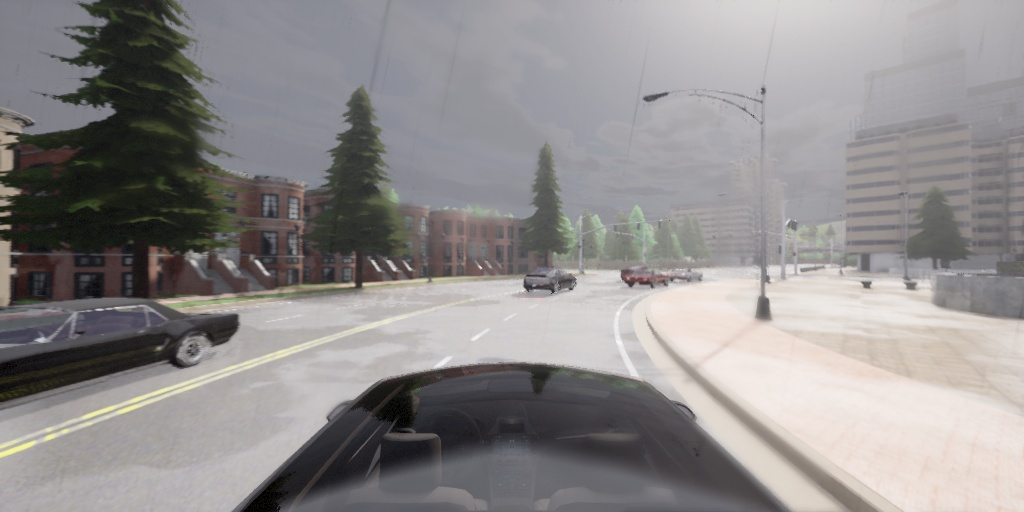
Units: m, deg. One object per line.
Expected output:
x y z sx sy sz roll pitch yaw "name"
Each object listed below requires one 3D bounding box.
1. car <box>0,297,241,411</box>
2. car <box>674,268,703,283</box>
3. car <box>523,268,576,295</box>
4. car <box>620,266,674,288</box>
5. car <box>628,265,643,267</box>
-6.768 1.347 5.221 1.895 1.301 4.718 0 -1 7 "car"
16.220 1.755 33.536 1.895 1.301 4.718 0 -1 45 "car"
2.397 1.451 21.759 2.128 1.511 4.902 0 -1 29 "car"
10.137 1.653 26.676 1.895 1.301 4.718 0 -1 40 "car"
12.085 1.613 34.036 1.882 1.535 5.008 0 -1 43 "car"
